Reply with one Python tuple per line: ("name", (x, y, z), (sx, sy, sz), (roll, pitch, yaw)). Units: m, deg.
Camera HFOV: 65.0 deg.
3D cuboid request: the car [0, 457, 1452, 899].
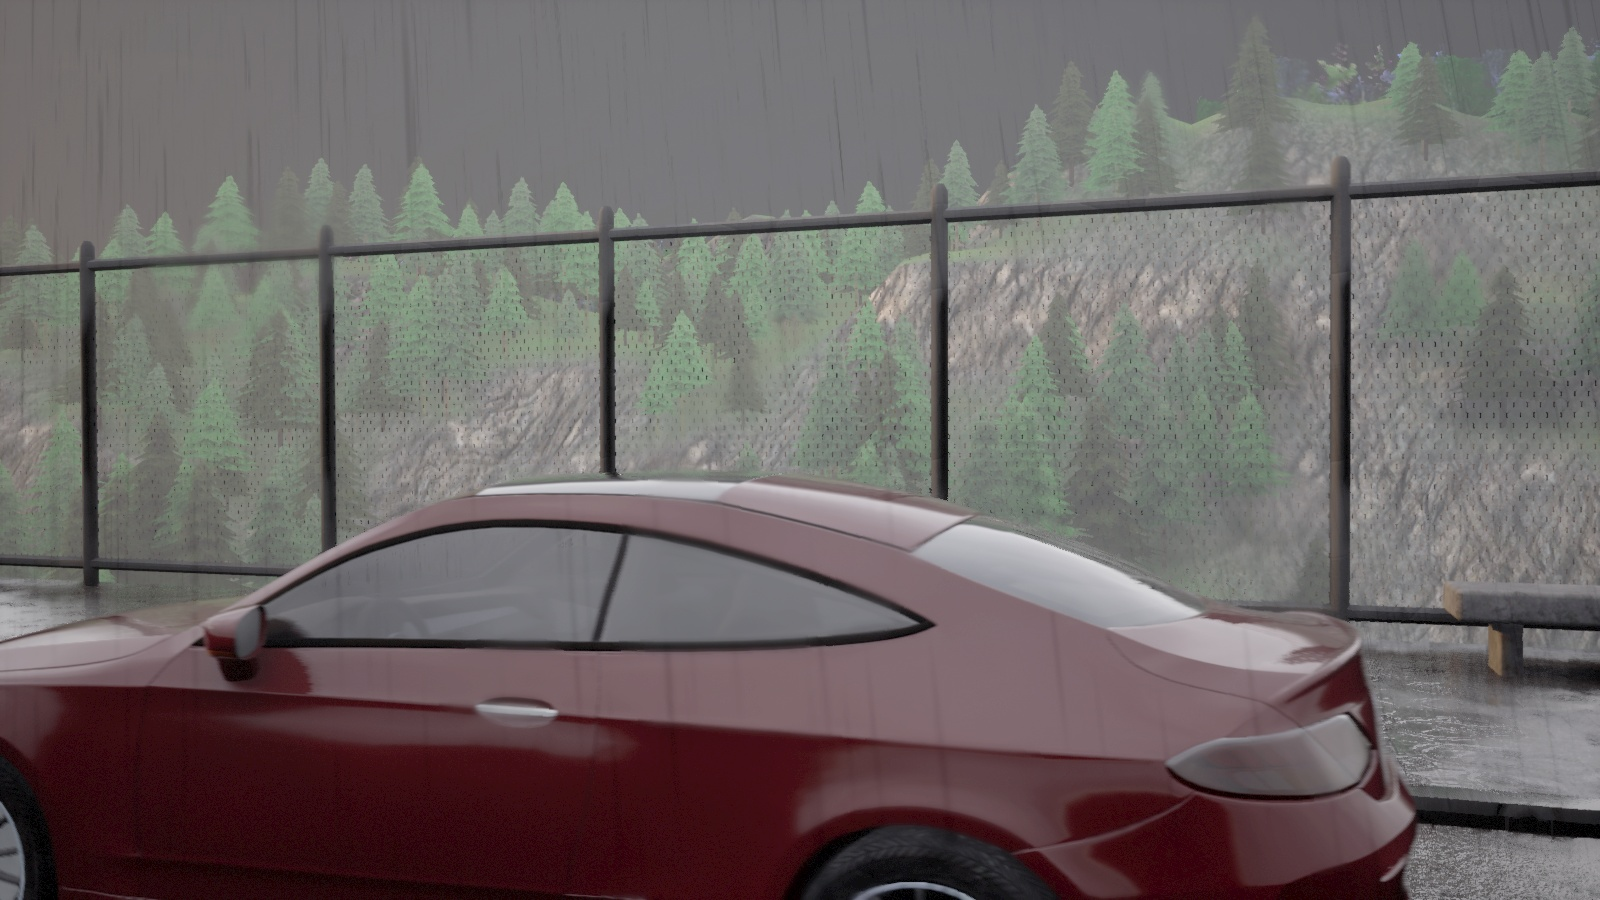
("car", (-0.710, 0.786, 3.960), (4.674, 1.442, 1.812), (1, 1, 19))
